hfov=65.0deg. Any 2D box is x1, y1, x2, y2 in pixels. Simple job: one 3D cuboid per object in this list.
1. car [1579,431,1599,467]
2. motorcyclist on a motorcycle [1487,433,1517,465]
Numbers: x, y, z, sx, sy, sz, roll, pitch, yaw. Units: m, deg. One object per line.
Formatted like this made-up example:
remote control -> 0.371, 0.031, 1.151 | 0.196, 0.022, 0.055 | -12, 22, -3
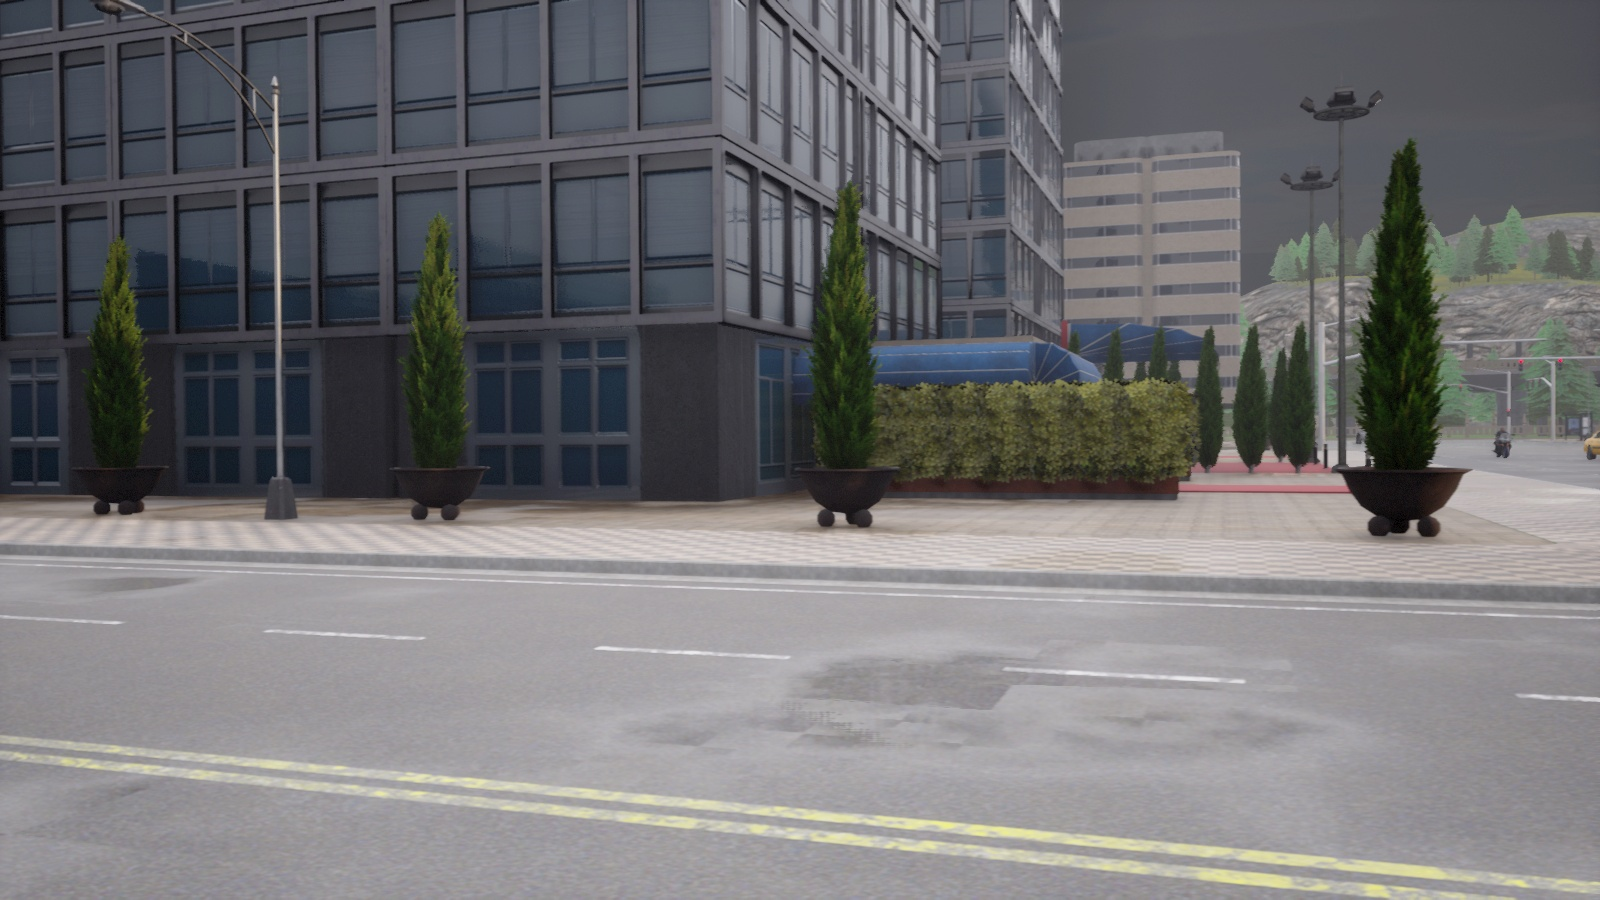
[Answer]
car -> 35.700, -0.059, 54.709 | 1.801, 1.575, 5.366 | 0, 1, 18
motorcyclist on a motorcycle -> 34.074, -0.050, 60.962 | 0.866, 1.530, 2.191 | 0, 1, 18
